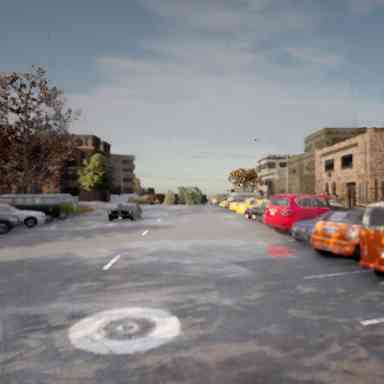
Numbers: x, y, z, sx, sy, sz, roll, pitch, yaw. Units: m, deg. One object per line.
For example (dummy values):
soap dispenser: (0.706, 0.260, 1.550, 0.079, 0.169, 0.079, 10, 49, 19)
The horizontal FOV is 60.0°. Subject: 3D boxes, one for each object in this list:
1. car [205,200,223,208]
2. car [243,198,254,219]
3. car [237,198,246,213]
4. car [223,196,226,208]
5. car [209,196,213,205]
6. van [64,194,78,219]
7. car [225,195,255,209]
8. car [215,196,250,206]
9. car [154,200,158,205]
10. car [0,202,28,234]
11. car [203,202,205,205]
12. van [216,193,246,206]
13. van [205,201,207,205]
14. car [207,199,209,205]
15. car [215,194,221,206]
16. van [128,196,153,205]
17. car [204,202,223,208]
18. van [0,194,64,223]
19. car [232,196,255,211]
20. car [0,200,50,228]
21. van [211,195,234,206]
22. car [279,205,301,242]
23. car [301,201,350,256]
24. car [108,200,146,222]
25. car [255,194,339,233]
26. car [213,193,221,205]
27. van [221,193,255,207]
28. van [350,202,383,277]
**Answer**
car: (5.947, 3.305, 90.376, 4.553, 1.767, 2.185, 2, -5, -21)
car: (6.412, 1.397, 23.016, 4.892, 1.521, 2.231, 1, 0, -20)
car: (6.388, 1.420, 25.943, 4.792, 1.488, 2.163, 1, 0, -20)
car: (6.447, 1.404, 37.692, 4.792, 1.488, 2.163, 1, 0, -20)
car: (6.492, 1.626, 61.191, 5.366, 1.575, 1.946, 2, -2, -20)
van: (-11.287, 1.164, 26.117, 4.442, 1.987, 1.878, -1, 0, -20)
car: (6.597, 1.377, 34.809, 5.366, 1.575, 1.946, 1, 0, -20)
car: (6.367, 1.409, 52.353, 4.892, 1.521, 2.231, 1, -2, -20)
car: (-11.645, 2.314, 77.936, 5.566, 2.045, 2.435, 1, -4, -21)
car: (-11.397, 1.452, 17.243, 4.674, 1.452, 2.002, -1, 0, -20)
car: (6.070, 2.995, 84.522, 5.008, 1.535, 2.097, 2, -4, -21)
van: (6.471, 1.238, 55.321, 4.442, 1.987, 1.878, 1, -2, -20)
van: (6.214, 2.565, 81.654, 4.442, 1.987, 1.878, 2, -5, -21)
car: (6.279, 1.869, 66.967, 5.008, 1.535, 2.097, 2, -3, -21)
car: (6.237, 1.361, 43.484, 5.366, 1.575, 1.946, 1, 0, -20)
van: (-11.484, 1.945, 71.985, 4.442, 1.987, 1.878, 1, -3, -21)
car: (5.923, 3.661, 93.296, 4.892, 1.521, 2.231, 2, -5, -21)
van: (-11.504, 1.173, 23.084, 4.442, 1.987, 1.878, -1, 0, -20)
car: (6.595, 1.385, 28.948, 5.366, 1.575, 1.946, 1, 0, -20)
car: (-11.399, 1.443, 20.188, 4.674, 1.452, 2.002, -1, 0, -20)
van: (6.355, 1.800, 69.947, 4.442, 1.987, 1.878, 2, -4, -21)
car: (6.421, 1.460, 14.213, 4.674, 1.452, 2.002, 1, 0, -20)
car: (6.390, 1.304, 11.274, 4.553, 1.767, 2.185, 1, 0, -20)
car: (-5.059, 1.507, 25.592, 1.895, 1.301, 4.718, 0, 0, 0)
car: (6.448, 1.160, 17.161, 5.566, 2.045, 2.435, 1, 0, -20)
car: (6.380, 1.114, 46.475, 5.566, 2.045, 2.435, 1, 0, -20)
van: (6.311, 1.143, 40.568, 4.442, 1.987, 1.878, 1, 0, -20)
van: (6.528, 1.219, 8.392, 4.442, 1.987, 1.878, 1, 0, -20)
